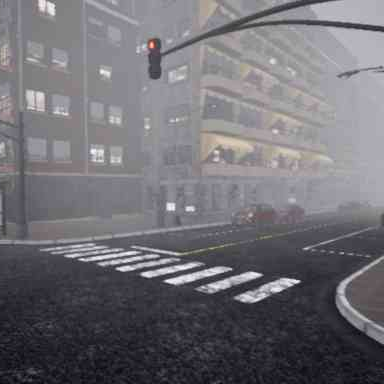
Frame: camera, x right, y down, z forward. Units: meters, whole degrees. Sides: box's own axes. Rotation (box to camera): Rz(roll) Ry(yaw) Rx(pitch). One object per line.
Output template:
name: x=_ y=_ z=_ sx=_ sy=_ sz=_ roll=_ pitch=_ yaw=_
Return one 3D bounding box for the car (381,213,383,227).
car: x=14.592 y=1.697 z=23.334 sx=1.947 sy=1.339 sz=4.313 roll=-2 pitch=-1 yaw=41

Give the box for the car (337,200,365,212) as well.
car: x=19.629 y=1.738 z=41.599 sx=1.887 sy=1.381 sz=4.507 roll=-2 pitch=-1 yaw=41

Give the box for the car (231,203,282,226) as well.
car: x=4.602 y=1.599 z=24.585 sx=1.967 sy=1.590 sz=4.097 roll=-2 pitch=-1 yaw=41

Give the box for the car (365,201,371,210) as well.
car: x=23.273 y=1.727 z=45.726 sx=1.752 sy=1.417 sz=4.829 roll=-2 pitch=-1 yaw=41

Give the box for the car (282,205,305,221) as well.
car: x=8.360 y=1.750 z=28.836 sx=1.802 sy=1.307 sz=4.206 roll=-2 pitch=-1 yaw=41
